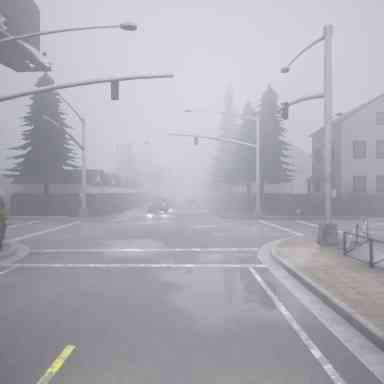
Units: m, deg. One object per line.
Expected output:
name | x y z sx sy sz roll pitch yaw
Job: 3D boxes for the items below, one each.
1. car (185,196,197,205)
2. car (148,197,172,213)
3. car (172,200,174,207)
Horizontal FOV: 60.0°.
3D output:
car | -0.121 1.492 59.259 2.128 1.511 4.902 0 0 0
car | -3.674 1.352 37.056 2.097 1.767 4.553 0 0 0
car | -3.679 1.492 48.372 2.128 1.511 4.902 0 0 0
